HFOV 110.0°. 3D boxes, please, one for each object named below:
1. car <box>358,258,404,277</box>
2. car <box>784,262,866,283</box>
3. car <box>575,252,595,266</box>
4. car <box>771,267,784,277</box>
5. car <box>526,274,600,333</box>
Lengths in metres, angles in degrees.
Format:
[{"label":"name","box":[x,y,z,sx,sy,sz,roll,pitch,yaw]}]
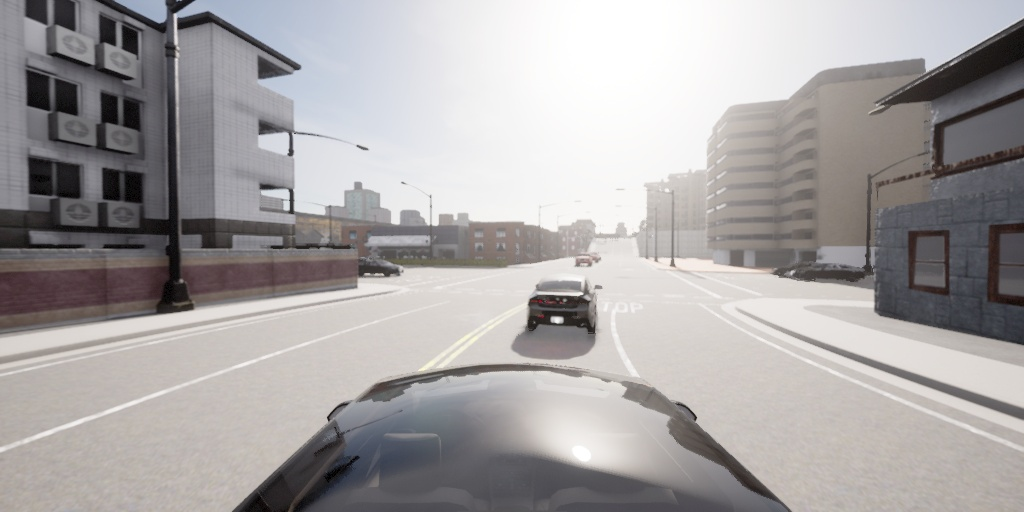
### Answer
[{"label":"car","box":[-12.622,1.130,34.065,4.902,1.511,2.128,0,1,19]},{"label":"car","box":[26.288,1.365,29.970,4.902,1.511,2.128,1,1,16]},{"label":"car","box":[11.015,0.488,54.859,2.150,2.045,5.566,0,1,17]},{"label":"car","box":[27.126,1.315,33.369,4.892,1.490,1.837,1,1,16]},{"label":"car","box":[1.691,1.305,11.160,1.837,1.490,4.892,0,0,14]}]
